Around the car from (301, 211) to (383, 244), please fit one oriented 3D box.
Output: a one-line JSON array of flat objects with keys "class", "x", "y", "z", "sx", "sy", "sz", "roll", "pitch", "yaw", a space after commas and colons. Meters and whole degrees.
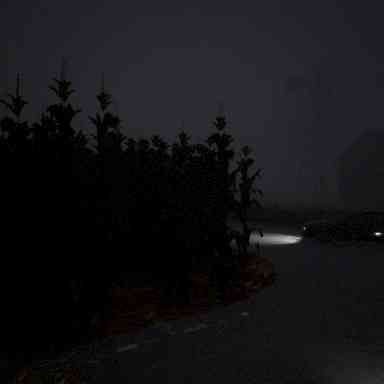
[{"class": "car", "x": 7.626, "y": 1.543, "z": 14.377, "sx": 5.357, "sy": 1.411, "sz": 2.033, "roll": 0, "pitch": 0, "yaw": 28}]
